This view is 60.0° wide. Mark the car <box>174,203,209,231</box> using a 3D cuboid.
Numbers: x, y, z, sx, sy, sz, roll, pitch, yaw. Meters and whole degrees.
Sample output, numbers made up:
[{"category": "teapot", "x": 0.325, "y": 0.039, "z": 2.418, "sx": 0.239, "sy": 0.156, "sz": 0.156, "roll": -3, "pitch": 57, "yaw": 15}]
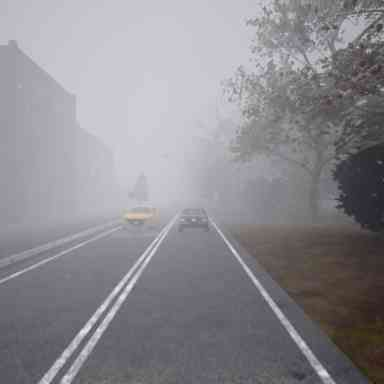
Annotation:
[{"category": "car", "x": 0.113, "y": 1.679, "z": 21.475, "sx": 2.033, "sy": 1.411, "sz": 5.357, "roll": 0, "pitch": -1, "yaw": 0}]

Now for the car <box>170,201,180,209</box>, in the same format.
[{"category": "car", "x": -3.081, "y": 2.419, "z": 63.378, "sx": 1.837, "sy": 1.490, "sz": 4.892, "roll": 0, "pitch": -1, "yaw": 1}]

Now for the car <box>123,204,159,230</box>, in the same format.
[{"category": "car", "x": -3.325, "y": 1.619, "z": 22.394, "sx": 1.882, "sy": 1.535, "sz": 5.008, "roll": 0, "pitch": -1, "yaw": 0}]
